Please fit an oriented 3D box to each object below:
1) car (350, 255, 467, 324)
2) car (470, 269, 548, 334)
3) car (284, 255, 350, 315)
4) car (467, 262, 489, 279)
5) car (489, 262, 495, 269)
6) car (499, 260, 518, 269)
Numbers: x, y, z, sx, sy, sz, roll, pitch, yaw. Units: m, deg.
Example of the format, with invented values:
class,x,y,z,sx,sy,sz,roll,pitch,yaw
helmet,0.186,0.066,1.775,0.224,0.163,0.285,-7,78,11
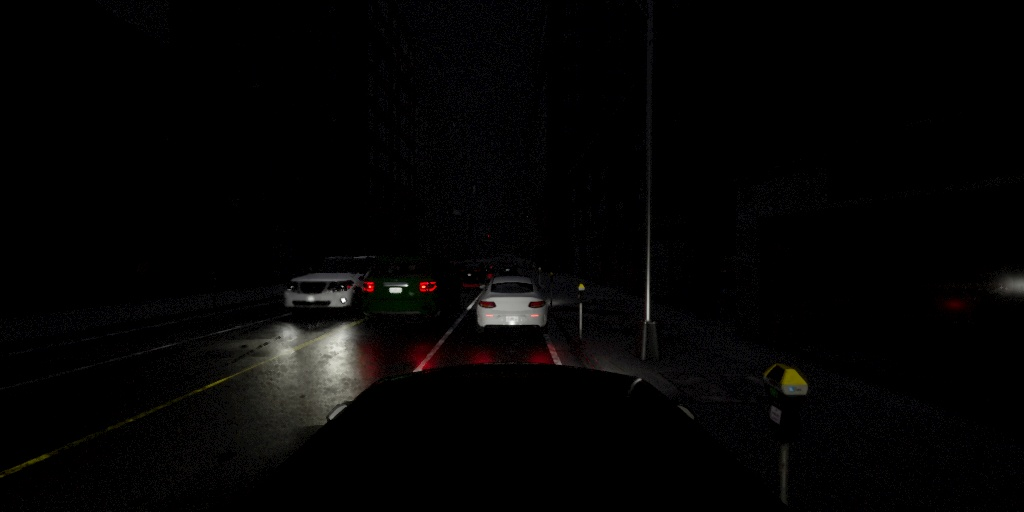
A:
class,x,y,z,sx,sy,sz,roll,pitch,yaw
car,-3.049,0.971,12.064,2.150,2.045,5.566,0,0,0
car,0.003,1.274,10.501,1.812,1.442,4.674,0,0,0
car,-6.246,0.969,13.892,2.150,2.045,5.566,0,0,0
car,-3.145,1.225,28.839,1.882,1.535,5.008,0,0,0
car,-3.045,1.353,43.960,1.895,1.301,4.718,0,0,0
car,-0.383,1.315,34.934,1.948,1.339,4.313,0,0,0
